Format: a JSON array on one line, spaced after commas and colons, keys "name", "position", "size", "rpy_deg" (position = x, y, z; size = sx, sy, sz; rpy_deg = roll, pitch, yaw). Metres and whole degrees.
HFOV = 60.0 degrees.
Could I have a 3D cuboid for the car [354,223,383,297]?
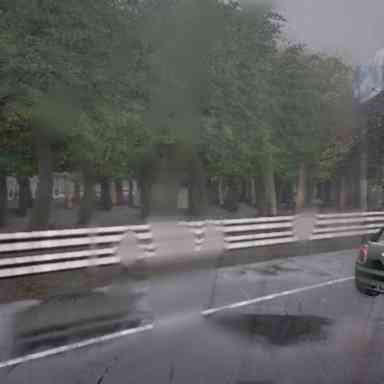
[{"name": "car", "position": [5.622, 1.319, 7.148], "size": [4.553, 1.767, 2.097], "rpy_deg": [0, 0, -32]}]
